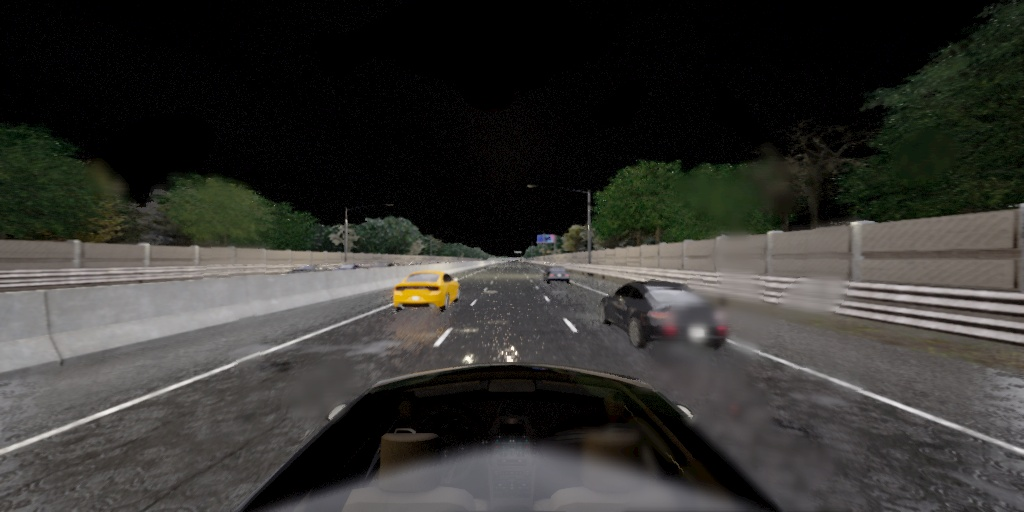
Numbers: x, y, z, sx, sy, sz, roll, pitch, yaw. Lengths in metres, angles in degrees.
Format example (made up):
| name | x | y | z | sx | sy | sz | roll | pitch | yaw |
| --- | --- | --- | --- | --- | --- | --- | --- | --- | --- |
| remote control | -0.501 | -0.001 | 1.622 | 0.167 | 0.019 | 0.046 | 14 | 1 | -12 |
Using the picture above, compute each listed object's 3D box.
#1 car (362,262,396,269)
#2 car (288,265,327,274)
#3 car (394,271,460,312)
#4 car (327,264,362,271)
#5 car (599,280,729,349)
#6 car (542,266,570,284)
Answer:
| name | x | y | z | sx | sy | sz | roll | pitch | yaw |
| --- | --- | --- | --- | --- | --- | --- | --- | --- | --- |
| car | -14.071 | 1.444 | 39.040 | 2.097 | 1.767 | 4.553 | 0 | 0 | 0 |
| car | -21.072 | 1.627 | 37.502 | 2.033 | 1.411 | 5.357 | 0 | -1 | 0 |
| car | -3.397 | 1.351 | 15.091 | 1.882 | 1.535 | 5.008 | 0 | -1 | 0 |
| car | -17.571 | 1.616 | 38.720 | 1.812 | 1.442 | 4.674 | 0 | -1 | 0 |
| car | 3.602 | 1.344 | 9.231 | 1.812 | 1.442 | 4.674 | 0 | -1 | 0 |
| car | 3.607 | 1.555 | 29.828 | 2.033 | 1.411 | 5.357 | 0 | 0 | 0 |
